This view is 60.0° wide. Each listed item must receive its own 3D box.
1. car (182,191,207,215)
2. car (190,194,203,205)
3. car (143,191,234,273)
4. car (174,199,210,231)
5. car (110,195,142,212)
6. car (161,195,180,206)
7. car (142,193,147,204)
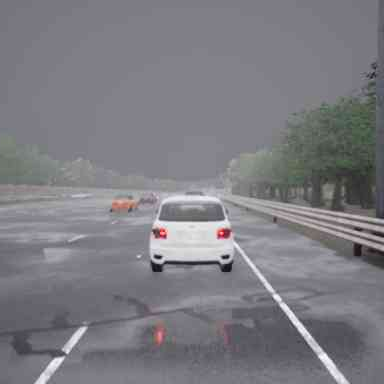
[{"bbox_3d":[0.172,0.912,31.958,2.150,2.045,5.566,0,1,-1],"label":"car"},{"bbox_3d":[0.713,1.090,50.879,1.837,1.490,4.892,0,0,2],"label":"car"},{"bbox_3d":[0.000,1.109,10.465,2.150,2.045,5.566,0,1,0],"label":"car"},{"bbox_3d":[-0.005,1.278,20.236,1.882,1.535,5.008,0,1,0],"label":"car"},{"bbox_3d":[-6.813,1.067,33.926,2.097,1.767,4.553,0,0,1],"label":"car"},{"bbox_3d":[-2.944,1.164,46.797,2.033,1.411,5.357,0,0,2],"label":"car"},{"bbox_3d":[-6.379,0.981,48.483,2.097,1.767,4.553,0,0,2],"label":"car"}]
